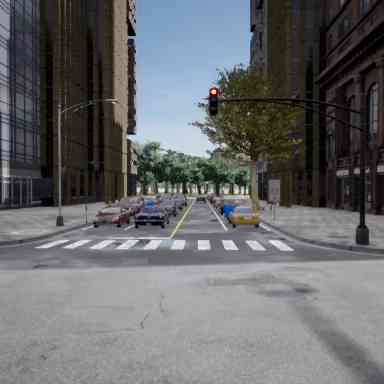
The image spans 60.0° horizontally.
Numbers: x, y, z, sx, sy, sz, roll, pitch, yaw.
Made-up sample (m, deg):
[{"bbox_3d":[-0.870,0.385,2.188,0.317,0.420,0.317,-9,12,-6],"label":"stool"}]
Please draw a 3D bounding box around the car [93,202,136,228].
[{"bbox_3d":[-5.181,1.565,21.956,1.802,1.307,4.206,-1,0,1],"label":"car"}]

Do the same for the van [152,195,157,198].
[{"bbox_3d":[-4.899,1.306,33.313,1.690,1.788,3.998,-1,0,1],"label":"van"}]

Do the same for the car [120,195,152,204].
[{"bbox_3d":[-5.042,1.290,27.635,2.192,1.841,5.009,-1,0,1],"label":"car"}]

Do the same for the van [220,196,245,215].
[{"bbox_3d":[3.482,1.316,27.430,1.690,1.788,3.998,-1,0,1],"label":"van"}]

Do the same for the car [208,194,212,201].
[{"bbox_3d":[4.195,1.462,55.817,2.008,1.369,4.403,-1,0,1],"label":"car"}]

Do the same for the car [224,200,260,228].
[{"bbox_3d":[3.346,1.508,21.922,1.752,1.417,4.829,-1,0,1],"label":"car"}]

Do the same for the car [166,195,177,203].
[{"bbox_3d":[-4.044,1.424,67.380,1.887,1.381,4.507,0,0,1],"label":"car"}]

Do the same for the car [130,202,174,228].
[{"bbox_3d":[-2.508,1.584,21.887,1.895,1.301,4.718,0,0,2],"label":"car"}]

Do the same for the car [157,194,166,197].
[{"bbox_3d":[-4.757,1.268,38.991,2.192,1.841,5.009,-1,0,1],"label":"car"}]

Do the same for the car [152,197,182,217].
[{"bbox_3d":[-2.269,1.474,31.223,1.837,1.490,4.892,0,0,2],"label":"car"}]

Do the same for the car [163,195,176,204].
[{"bbox_3d":[-4.187,1.336,61.702,1.967,1.590,4.097,0,0,1],"label":"car"}]

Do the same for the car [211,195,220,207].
[{"bbox_3d":[3.915,1.465,44.633,1.752,1.417,4.829,-1,0,1],"label":"car"}]

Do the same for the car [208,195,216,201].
[{"bbox_3d":[4.764,1.429,78.527,1.802,1.307,4.206,0,0,1],"label":"car"}]

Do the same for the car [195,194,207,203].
[{"bbox_3d":[1.791,1.388,65.894,1.837,1.490,4.892,0,0,1],"label":"car"}]

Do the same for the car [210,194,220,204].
[{"bbox_3d":[4.053,1.471,50.140,1.887,1.381,4.507,-1,0,1],"label":"car"}]

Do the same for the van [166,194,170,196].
[{"bbox_3d":[-4.330,1.252,56.024,1.690,1.788,3.998,0,0,1],"label":"van"}]

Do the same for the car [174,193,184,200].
[{"bbox_3d":[-3.477,1.127,90.091,2.192,1.841,5.009,0,0,1],"label":"car"}]

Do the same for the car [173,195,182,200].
[{"bbox_3d":[-3.617,1.375,84.414,1.887,1.381,4.507,0,0,1],"label":"car"}]

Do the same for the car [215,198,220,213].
[{"bbox_3d":[3.626,1.531,33.108,1.947,1.339,4.313,-1,0,1],"label":"car"}]

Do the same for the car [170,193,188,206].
[{"bbox_3d":[-1.744,1.277,50.634,2.097,1.767,4.553,0,0,2],"label":"car"}]

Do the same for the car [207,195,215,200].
[{"bbox_3d":[5.048,1.378,89.881,1.947,1.339,4.313,0,0,1],"label":"car"}]

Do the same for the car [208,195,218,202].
[{"bbox_3d":[4.621,1.414,72.849,2.008,1.369,4.403,0,0,1],"label":"car"}]

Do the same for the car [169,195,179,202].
[{"bbox_3d":[-3.901,1.445,73.058,1.802,1.307,4.206,0,0,1],"label":"car"}]

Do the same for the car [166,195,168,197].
[{"bbox_3d":[-4.612,1.491,44.669,2.008,1.369,4.403,-1,0,1],"label":"car"}]

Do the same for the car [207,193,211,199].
[{"bbox_3d":[4.335,1.211,61.494,2.192,1.841,5.009,-1,0,1],"label":"car"}]

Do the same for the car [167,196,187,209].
[{"bbox_3d":[-2.032,1.551,40.530,1.895,1.301,4.718,0,0,2],"label":"car"}]

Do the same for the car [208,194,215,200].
[{"bbox_3d":[4.909,1.355,84.374,1.752,1.417,4.829,0,0,1],"label":"car"}]
